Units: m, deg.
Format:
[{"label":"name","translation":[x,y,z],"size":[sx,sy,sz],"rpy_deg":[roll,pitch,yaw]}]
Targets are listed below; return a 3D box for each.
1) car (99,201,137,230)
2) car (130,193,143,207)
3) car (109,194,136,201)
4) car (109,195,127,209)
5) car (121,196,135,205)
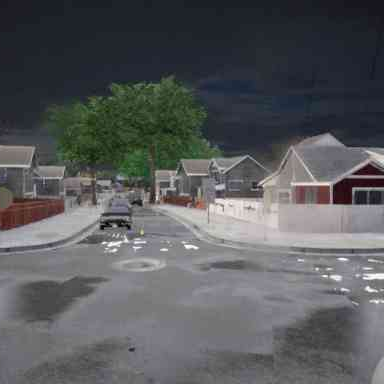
[{"label":"car","translation":[-4.794,1.546,21.497],"size":[2.033,1.411,5.357],"rpy_deg":[0,0,-9]},{"label":"car","translation":[-8.912,1.192,51.013],"size":[2.150,2.045,5.566],"rpy_deg":[0,0,-16]},{"label":"car","translation":[-6.952,1.348,32.891],"size":[2.097,1.767,4.553],"rpy_deg":[0,0,-12]},{"label":"car","translation":[-10.211,1.346,45.556],"size":[2.097,1.767,4.553],"rpy_deg":[0,0,-16]},{"label":"car","translation":[-11.758,1.460,60.968],"size":[2.128,1.511,4.902],"rpy_deg":[0,0,-15]}]
